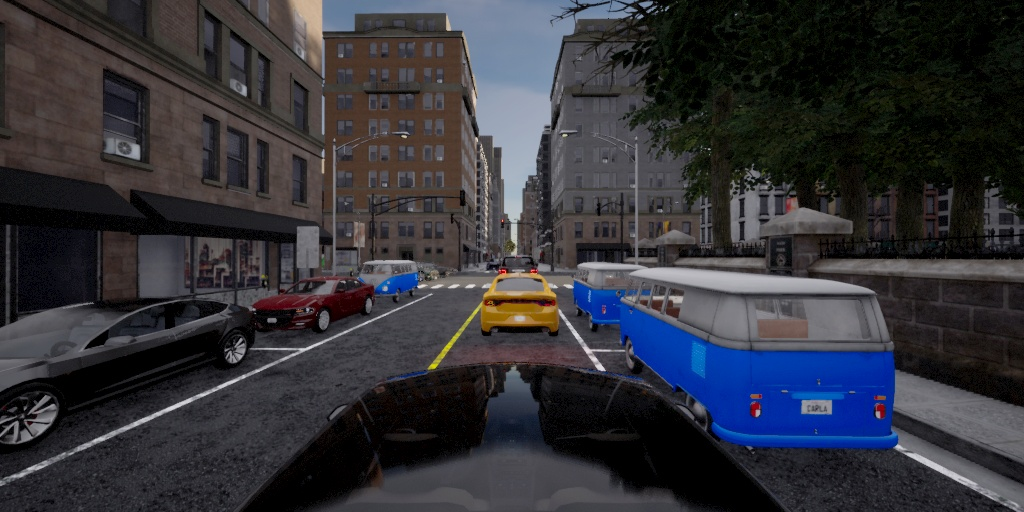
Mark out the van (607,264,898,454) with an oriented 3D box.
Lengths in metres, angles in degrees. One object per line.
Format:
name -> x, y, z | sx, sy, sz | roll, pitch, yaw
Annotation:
van -> 2.714, 1.090, 5.001 | 1.690, 1.789, 3.998 | 0, 0, 1

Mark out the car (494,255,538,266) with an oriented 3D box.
car -> 0.328, 0.965, 20.361 | 2.150, 2.045, 5.566 | 0, 0, 0

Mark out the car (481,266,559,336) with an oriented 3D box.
car -> 0.224, 1.226, 10.405 | 1.882, 1.535, 5.008 | 0, 0, 1

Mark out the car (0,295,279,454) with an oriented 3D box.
car -> -5.809, 1.315, 5.159 | 1.948, 1.339, 4.313 | 0, 0, 1

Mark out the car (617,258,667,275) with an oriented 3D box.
car -> 13.851, 1.093, 38.367 | 4.553, 1.767, 2.097 | 0, 0, 0

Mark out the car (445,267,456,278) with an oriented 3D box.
car -> -7.519, 1.266, 33.063 | 4.674, 1.442, 1.812 | 0, 0, -16

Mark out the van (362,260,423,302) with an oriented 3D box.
van -> -5.584, 1.087, 16.477 | 1.690, 1.789, 3.998 | 0, 0, 1

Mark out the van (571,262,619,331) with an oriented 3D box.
van -> 2.827, 1.089, 10.658 | 1.690, 1.789, 3.998 | 0, 0, 1

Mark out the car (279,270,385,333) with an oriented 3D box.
car -> -5.697, 1.294, 10.818 | 1.888, 1.381, 4.507 | 0, 0, 1

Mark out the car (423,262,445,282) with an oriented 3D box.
car -> -7.879, 1.077, 27.529 | 4.553, 1.767, 2.097 | 0, 0, 14

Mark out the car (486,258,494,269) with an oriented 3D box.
car -> -2.311, 1.085, 49.610 | 2.097, 1.767, 4.553 | 0, 0, 2
